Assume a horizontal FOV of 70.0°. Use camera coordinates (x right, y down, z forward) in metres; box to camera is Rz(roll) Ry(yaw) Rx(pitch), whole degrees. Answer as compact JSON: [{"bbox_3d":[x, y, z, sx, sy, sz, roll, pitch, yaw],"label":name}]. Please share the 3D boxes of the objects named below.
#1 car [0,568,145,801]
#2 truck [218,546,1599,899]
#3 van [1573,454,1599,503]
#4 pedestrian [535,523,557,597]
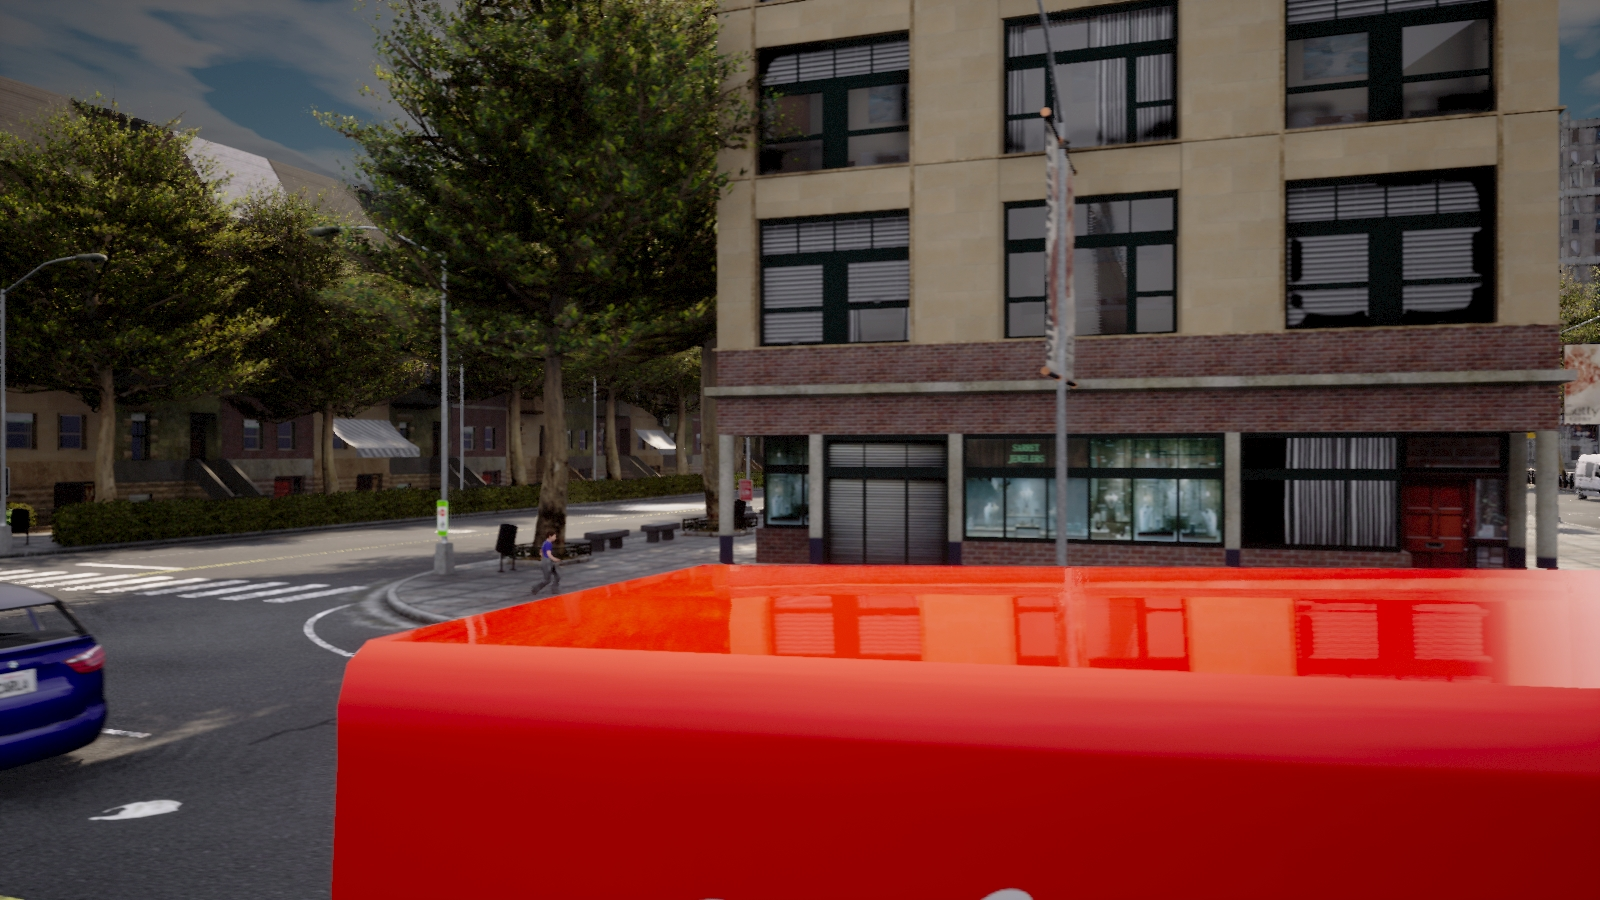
[{"bbox_3d":[-8.505,1.973,10.119,4.611,1.667,2.242,0,0,20],"label":"car"},{"bbox_3d":[1.717,1.584,2.683,5.204,2.467,2.627,-1,0,20],"label":"truck"},{"bbox_3d":[43.987,1.526,61.984,1.988,2.561,5.915,0,0,20],"label":"van"},{"bbox_3d":[-4.612,1.982,20.722,0.375,1.300,0.375,0,0,-10],"label":"pedestrian"}]
